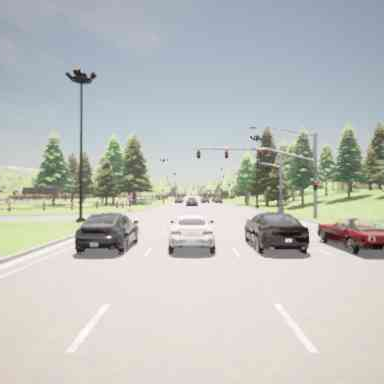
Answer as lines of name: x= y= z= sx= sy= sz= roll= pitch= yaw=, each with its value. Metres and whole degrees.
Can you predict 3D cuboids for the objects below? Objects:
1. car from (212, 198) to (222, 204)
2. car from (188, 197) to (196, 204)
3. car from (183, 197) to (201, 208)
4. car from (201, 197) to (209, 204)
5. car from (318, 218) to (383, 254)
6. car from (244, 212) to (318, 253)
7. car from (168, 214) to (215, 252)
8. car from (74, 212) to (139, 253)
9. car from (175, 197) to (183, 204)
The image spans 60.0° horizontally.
car: x=6.967 y=2.353 z=88.193 sx=2.128 sy=1.511 sz=4.902 roll=0 pitch=-1 yaw=0
car: x=-0.033 y=2.183 z=88.162 sx=2.097 sy=1.767 sz=4.553 roll=0 pitch=-1 yaw=0
car: x=-0.022 y=1.909 z=58.383 sx=2.097 sy=1.767 sz=4.553 roll=0 pitch=-1 yaw=0
car: x=3.467 y=2.161 z=87.747 sx=2.097 sy=1.767 sz=4.553 roll=0 pitch=-1 yaw=0
car: x=6.997 y=1.736 z=14.113 sx=1.895 sy=1.301 sz=4.718 roll=0 pitch=-1 yaw=0
car: x=3.500 y=1.616 z=14.483 sx=1.882 sy=1.535 sz=5.008 roll=0 pitch=0 yaw=0
car: x=0.000 y=1.663 z=14.375 sx=1.812 sy=1.442 sz=4.674 roll=0 pitch=0 yaw=0
car: x=-3.501 y=1.644 z=14.307 sx=1.837 sy=1.490 sz=4.892 roll=0 pitch=0 yaw=0
car: x=-3.533 y=2.378 z=88.155 sx=1.994 sy=1.385 sz=4.181 roll=0 pitch=-1 yaw=0
